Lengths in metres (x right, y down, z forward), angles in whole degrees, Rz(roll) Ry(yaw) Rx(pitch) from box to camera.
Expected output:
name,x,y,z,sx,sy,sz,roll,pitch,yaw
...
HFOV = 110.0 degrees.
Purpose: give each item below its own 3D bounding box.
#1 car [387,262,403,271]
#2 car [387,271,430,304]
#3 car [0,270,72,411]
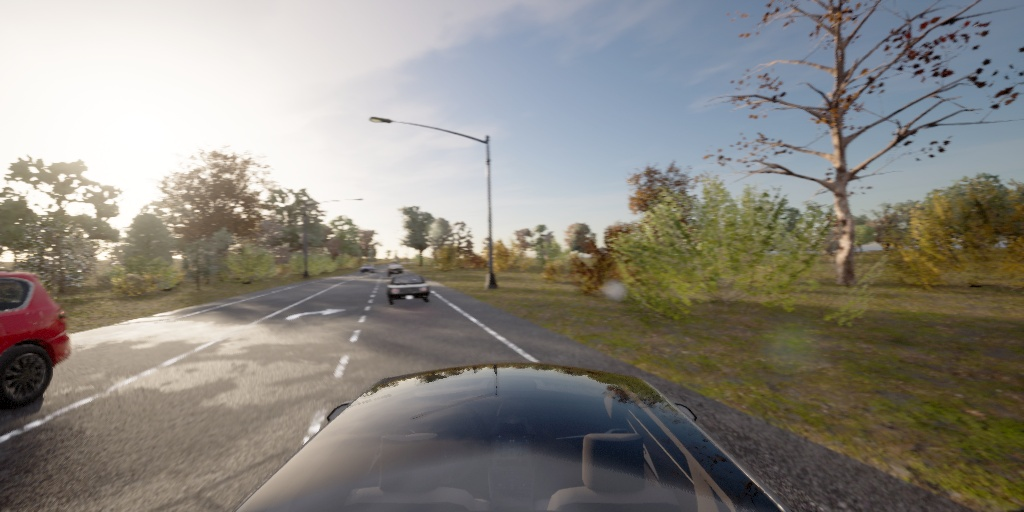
name,x,y,z,sx,sy,sz,roll,pitch,yaw
car,-15.674,1.944,48.217,1.882,1.535,5.008,-1,0,-19
car,-5.369,1.609,18.335,1.895,1.301,4.718,-1,0,-19
car,-7.664,1.196,3.500,2.150,2.045,5.566,-1,0,-19
